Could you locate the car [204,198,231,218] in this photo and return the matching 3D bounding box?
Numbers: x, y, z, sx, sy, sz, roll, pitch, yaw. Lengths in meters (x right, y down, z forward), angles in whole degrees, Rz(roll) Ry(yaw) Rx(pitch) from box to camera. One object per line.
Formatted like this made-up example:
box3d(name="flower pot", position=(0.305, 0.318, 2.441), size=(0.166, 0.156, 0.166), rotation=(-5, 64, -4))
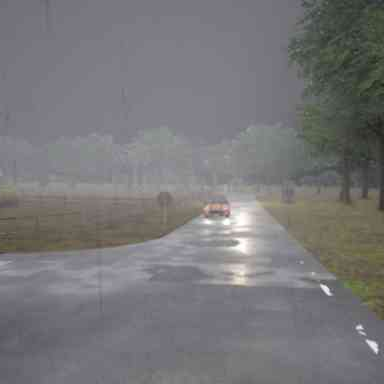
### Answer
box3d(name="car", position=(2.304, 1.305, 29.384), size=(2.097, 1.767, 4.553), rotation=(-1, 0, 9))
